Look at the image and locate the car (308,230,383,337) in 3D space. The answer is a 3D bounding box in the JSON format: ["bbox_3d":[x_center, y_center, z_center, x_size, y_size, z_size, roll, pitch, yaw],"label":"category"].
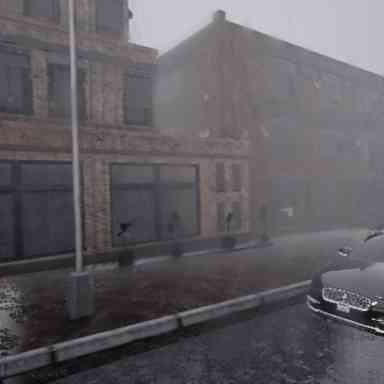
[{"bbox_3d":[4.252,1.501,6.408,4.892,1.490,1.837,0,0,-35],"label":"car"}]
